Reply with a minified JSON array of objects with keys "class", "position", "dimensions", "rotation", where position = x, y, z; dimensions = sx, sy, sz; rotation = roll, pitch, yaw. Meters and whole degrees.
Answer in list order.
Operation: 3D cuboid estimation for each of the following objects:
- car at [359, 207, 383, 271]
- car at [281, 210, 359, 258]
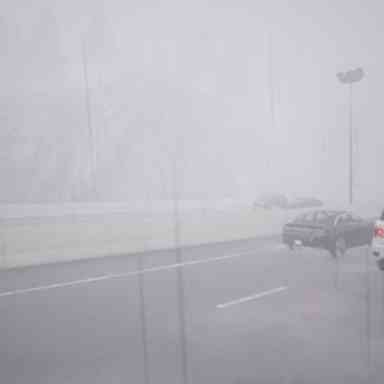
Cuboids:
[{"class":"car","position":[7.166,1.158,9.425],"dimensions":[5.566,2.045,2.150],"rotation":[0,0,-39]},{"class":"car","position":[5.380,1.432,12.508],"dimensions":[4.902,1.511,2.128],"rotation":[0,0,-39]}]
